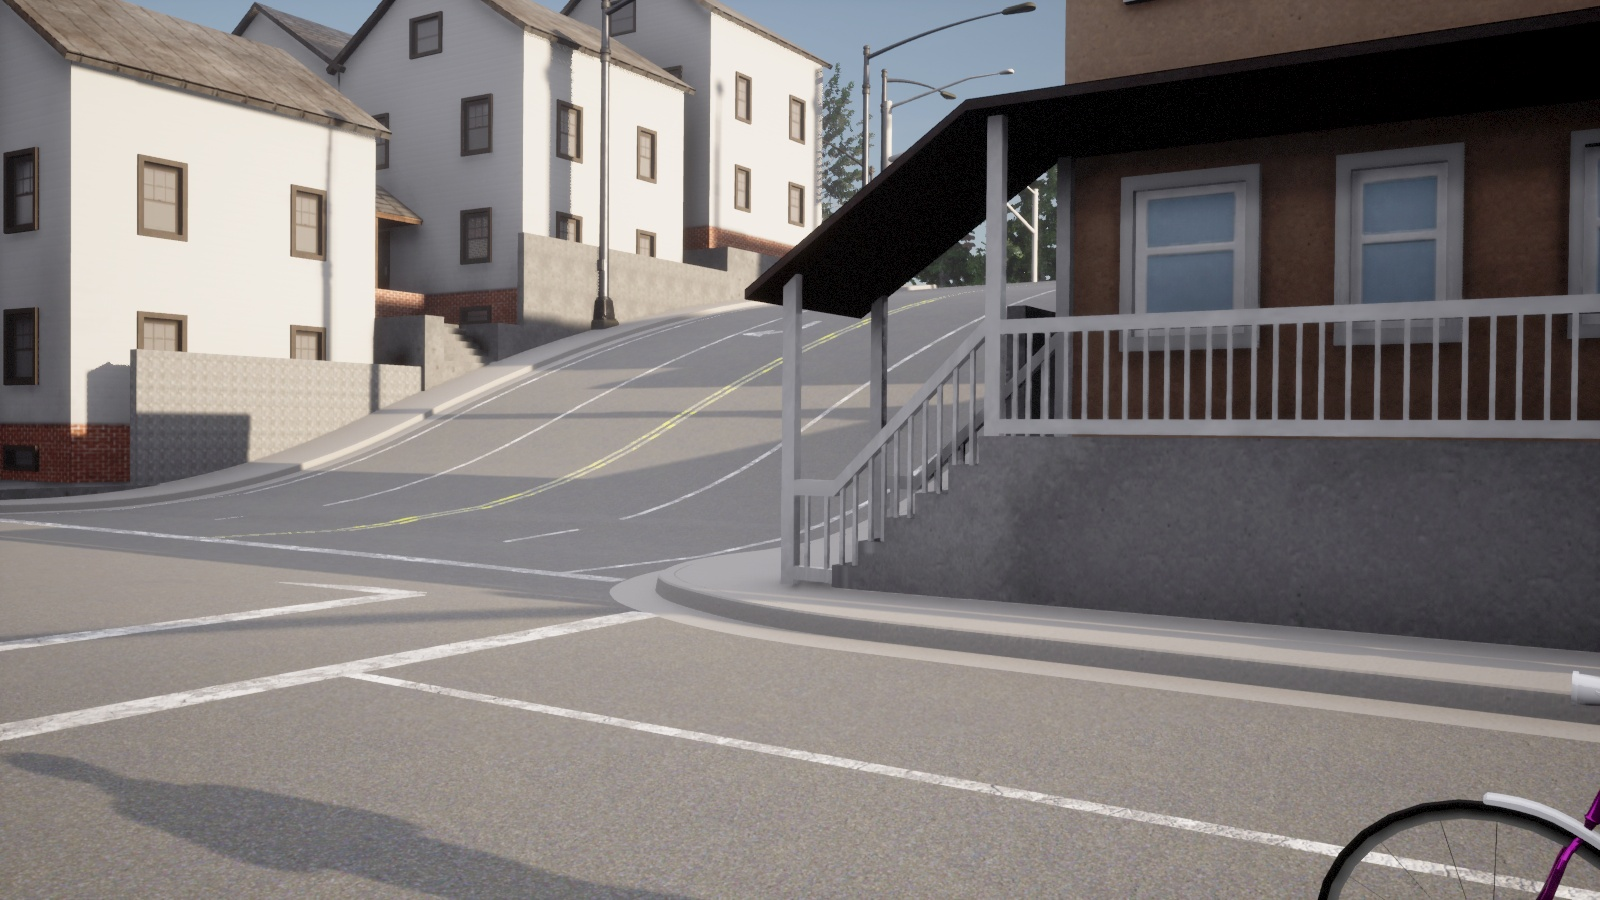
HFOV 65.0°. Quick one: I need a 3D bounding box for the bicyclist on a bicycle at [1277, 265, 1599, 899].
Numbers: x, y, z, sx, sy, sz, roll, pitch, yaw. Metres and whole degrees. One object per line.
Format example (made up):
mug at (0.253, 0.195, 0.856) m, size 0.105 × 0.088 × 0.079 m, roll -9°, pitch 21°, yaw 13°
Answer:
bicyclist on a bicycle at (1.928, 0.552, 2.340) m, size 1.843 × 1.776 × 0.659 m, roll 0°, pitch 1°, yaw 34°
